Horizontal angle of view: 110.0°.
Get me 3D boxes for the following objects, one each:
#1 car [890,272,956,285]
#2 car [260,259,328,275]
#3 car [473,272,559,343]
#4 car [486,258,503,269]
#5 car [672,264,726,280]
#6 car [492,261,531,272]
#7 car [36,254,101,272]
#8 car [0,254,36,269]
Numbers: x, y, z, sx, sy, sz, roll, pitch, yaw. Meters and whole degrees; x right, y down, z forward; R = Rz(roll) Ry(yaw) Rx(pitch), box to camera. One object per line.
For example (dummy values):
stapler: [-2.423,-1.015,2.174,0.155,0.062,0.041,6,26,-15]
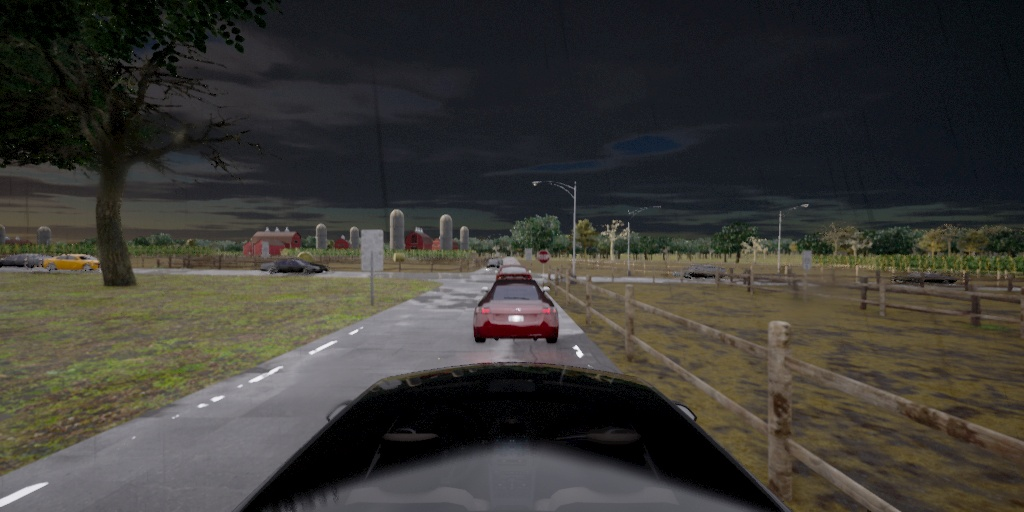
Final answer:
car: [40.488,2.217,35.472,4.718,1.301,1.895,2,1,0]
car: [-19.544,0.968,32.228,5.357,1.411,2.033,1,1,0]
car: [0.099,1.307,9.670,1.994,1.385,4.181,0,0,0]
car: [-2.806,1.174,53.807,1.837,1.490,4.892,0,0,0]
car: [18.405,1.577,35.379,4.902,1.511,2.128,1,1,0]
car: [0.063,1.208,19.640,1.882,1.535,5.008,0,0,-1]
car: [-38.658,0.611,32.141,5.008,1.535,1.882,1,1,0]
car: [-47.381,0.519,34.988,5.357,1.411,2.033,1,1,0]
